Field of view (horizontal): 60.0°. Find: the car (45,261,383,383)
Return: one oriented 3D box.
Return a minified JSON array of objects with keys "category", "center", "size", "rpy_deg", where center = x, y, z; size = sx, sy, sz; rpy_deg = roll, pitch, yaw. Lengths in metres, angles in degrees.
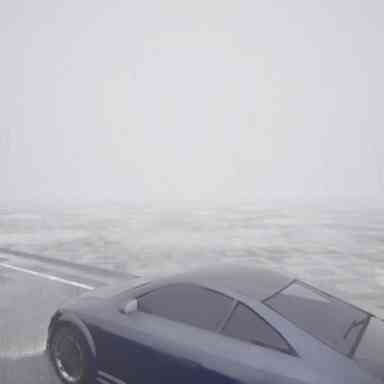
[{"category":"car","center":[0.180,1.555,3.866],"size":[4.181,1.385,1.994],"rpy_deg":[0,0,36]}]
